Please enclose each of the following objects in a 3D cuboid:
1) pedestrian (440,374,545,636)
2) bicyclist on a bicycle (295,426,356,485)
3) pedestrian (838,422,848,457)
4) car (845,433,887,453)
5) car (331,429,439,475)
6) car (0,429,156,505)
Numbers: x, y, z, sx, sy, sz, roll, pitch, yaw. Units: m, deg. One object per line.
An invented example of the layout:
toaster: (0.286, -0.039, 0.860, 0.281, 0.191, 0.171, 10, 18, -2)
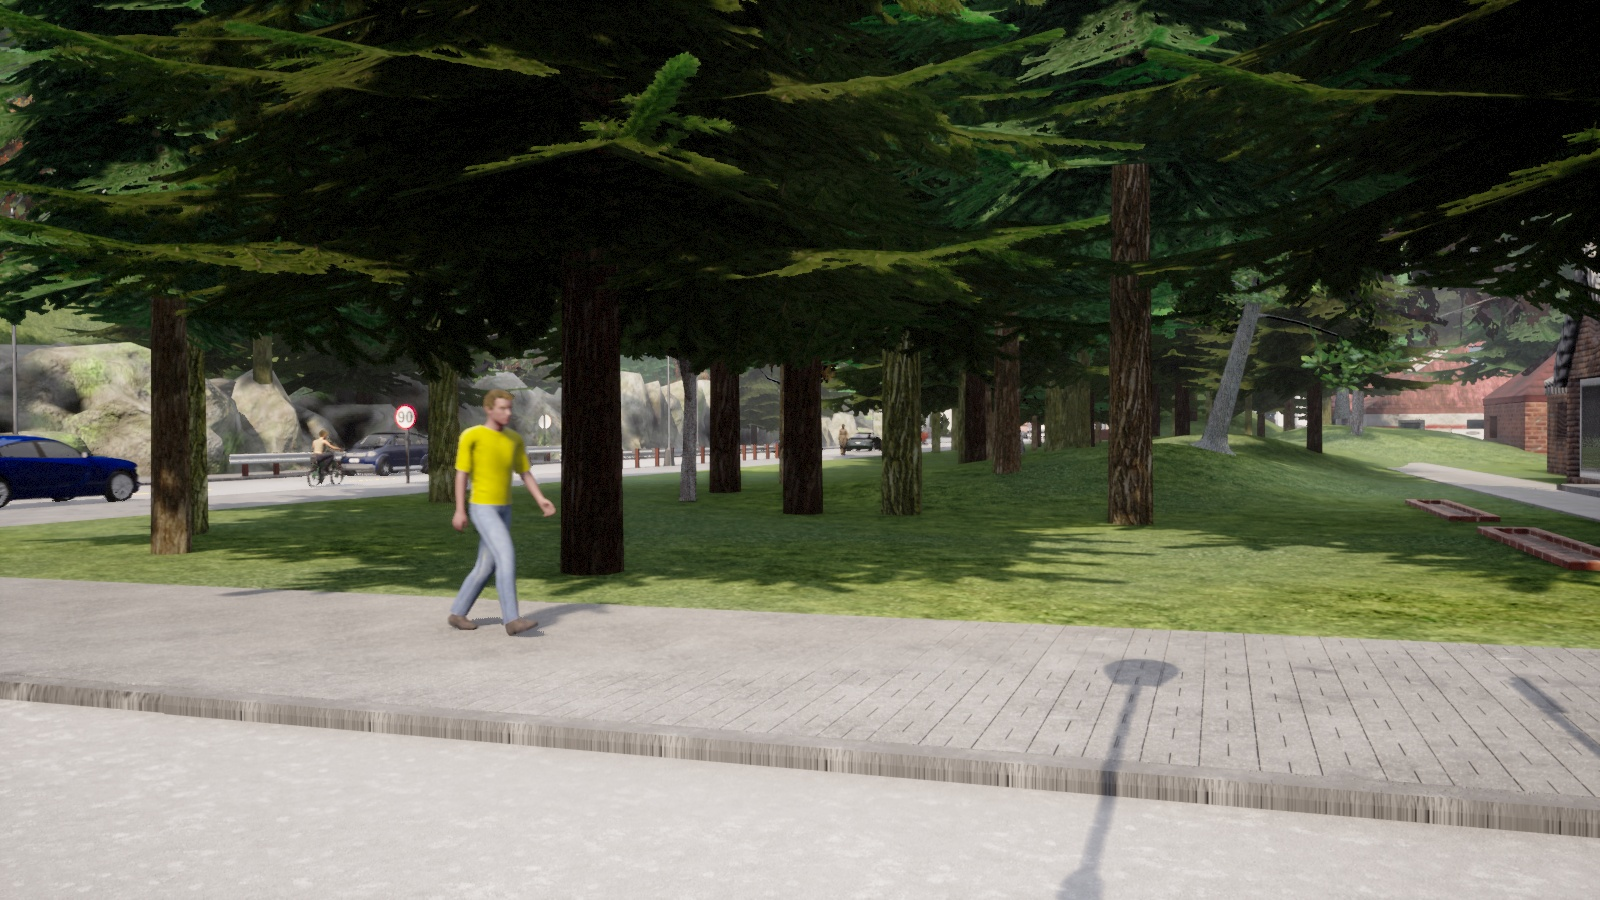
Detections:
pedestrian: (-2.237, 0.382, 9.126, 0.706, 1.836, 0.354, 1, 1, 33)
bicyclist on a bicycle: (-13.473, 0.141, 35.718, 0.866, 1.612, 1.509, 1, 1, 18)
pedestrian: (2.407, -0.579, 70.208, 0.396, 1.930, 0.692, 0, 1, 14)
car: (4.776, -0.542, 90.575, 1.994, 1.385, 4.181, 1, 1, 19)
car: (-14.708, 0.033, 44.736, 1.789, 1.549, 3.705, 1, 1, 18)
car: (-16.460, 0.315, 26.729, 1.882, 1.535, 5.008, 1, 1, 19)
